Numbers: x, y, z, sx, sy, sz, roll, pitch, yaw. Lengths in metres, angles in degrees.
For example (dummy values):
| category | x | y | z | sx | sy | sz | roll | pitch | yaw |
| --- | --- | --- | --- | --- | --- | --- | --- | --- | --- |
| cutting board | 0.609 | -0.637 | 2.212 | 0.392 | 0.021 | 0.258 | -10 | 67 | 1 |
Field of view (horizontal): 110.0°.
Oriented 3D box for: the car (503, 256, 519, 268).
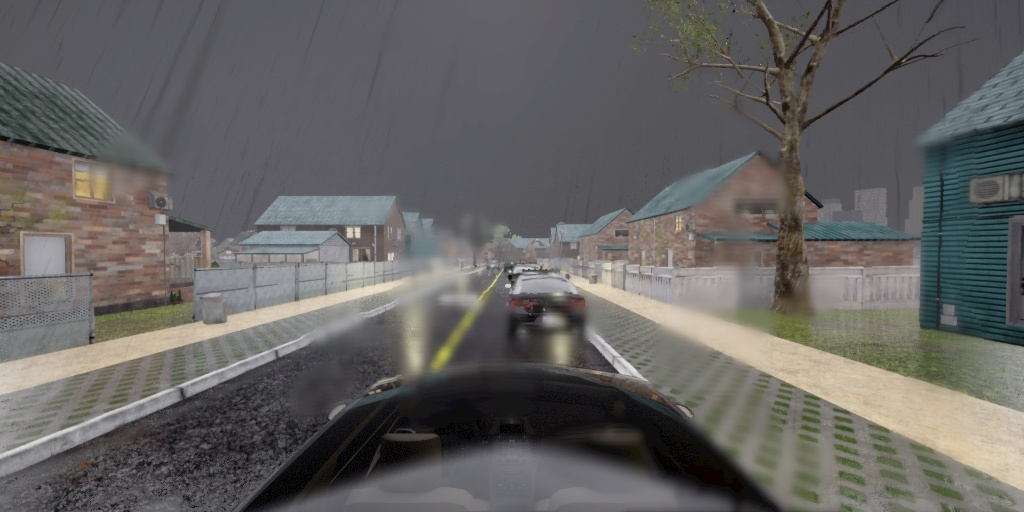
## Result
| category | x | y | z | sx | sy | sz | roll | pitch | yaw |
| --- | --- | --- | --- | --- | --- | --- | --- | --- | --- |
| car | 0.033 | 1.027 | 46.927 | 2.150 | 2.045 | 5.566 | 0 | 0 | 0 |

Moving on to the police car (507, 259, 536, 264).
| category | x | y | z | sx | sy | sz | roll | pitch | yaw |
| --- | --- | --- | --- | --- | --- | --- | --- | --- | --- |
| police car | 0.830 | 1.182 | 20.282 | 1.930 | 1.638 | 5.238 | 0 | 0 | 0 |

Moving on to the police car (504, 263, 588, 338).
| category | x | y | z | sx | sy | sz | roll | pitch | yaw |
| --- | --- | --- | --- | --- | --- | --- | --- | --- | --- |
| police car | 0.827 | 1.175 | 10.279 | 1.930 | 1.638 | 5.238 | 0 | 0 | 0 |

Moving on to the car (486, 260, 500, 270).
| category | x | y | z | sx | sy | sz | roll | pitch | yaw |
| --- | --- | --- | --- | --- | --- | --- | --- | --- | --- |
| car | -2.736 | 1.312 | 52.180 | 2.128 | 1.511 | 4.902 | 0 | 0 | 0 |
